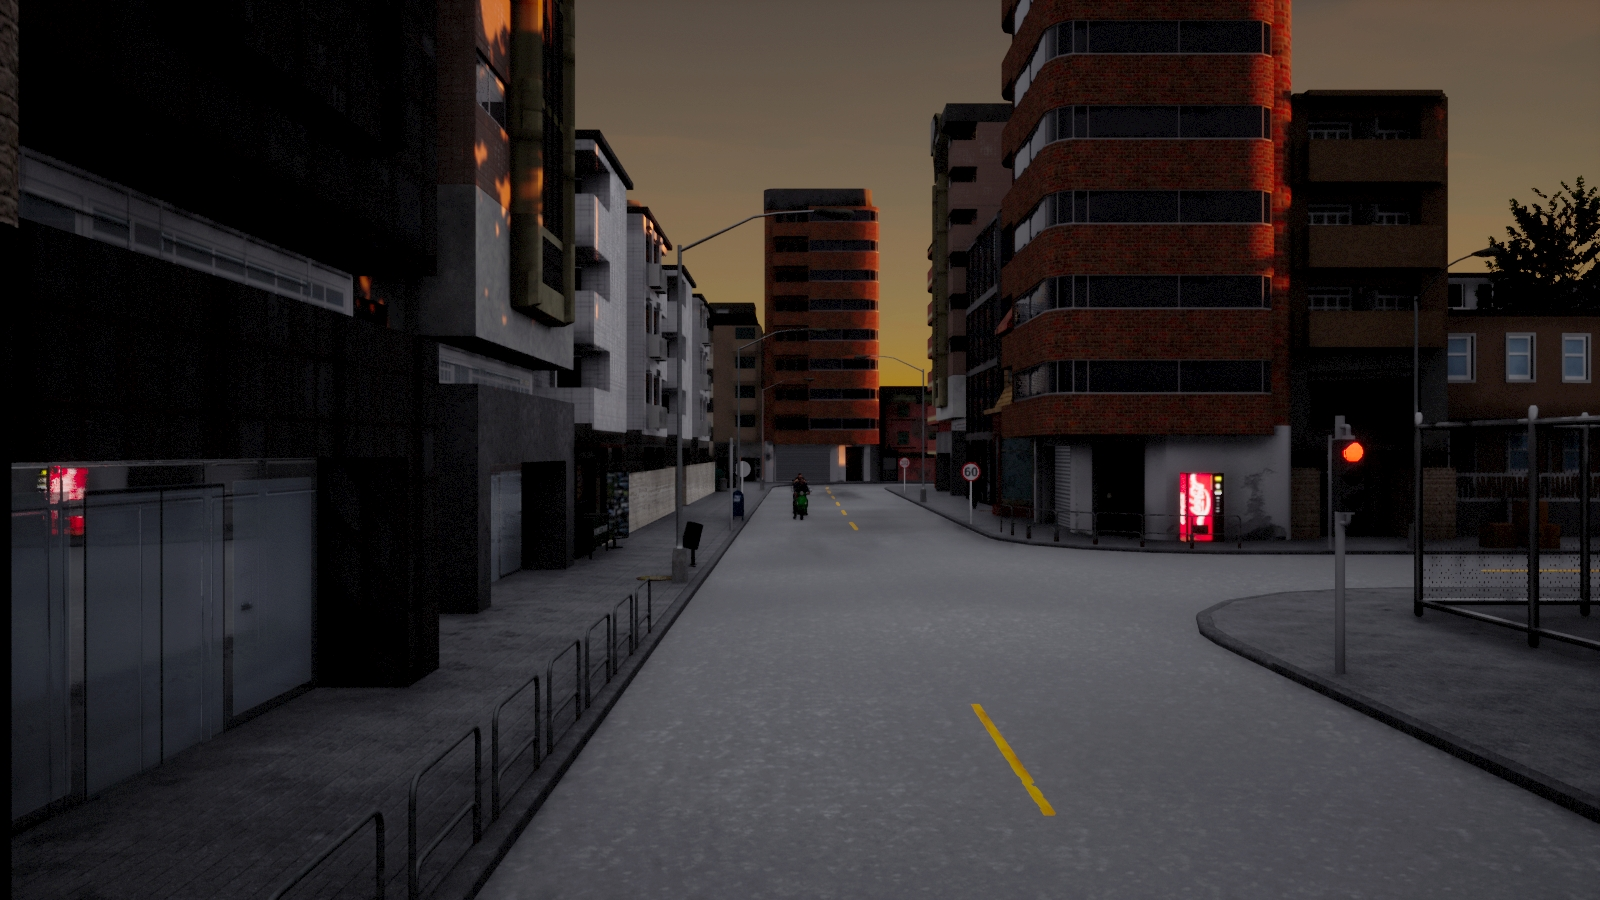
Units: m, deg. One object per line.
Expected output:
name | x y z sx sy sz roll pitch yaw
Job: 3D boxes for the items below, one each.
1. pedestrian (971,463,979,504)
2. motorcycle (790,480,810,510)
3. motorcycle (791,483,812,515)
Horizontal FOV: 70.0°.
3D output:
pedestrian | 8.005 1.533 52.255 0.375 1.860 0.375 0 0 8
motorcycle | 0.019 1.970 50.389 0.856 1.236 1.805 0 0 0
motorcycle | 0.063 1.970 46.521 0.856 1.236 1.805 0 0 0
